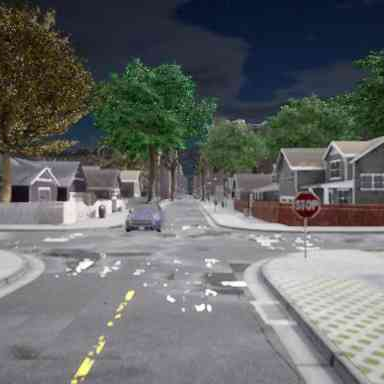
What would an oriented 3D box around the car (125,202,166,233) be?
[{"bbox_3d":[-2.797,1.461,20.787,2.097,1.767,4.553,0,-1,0],"label":"car"}]
